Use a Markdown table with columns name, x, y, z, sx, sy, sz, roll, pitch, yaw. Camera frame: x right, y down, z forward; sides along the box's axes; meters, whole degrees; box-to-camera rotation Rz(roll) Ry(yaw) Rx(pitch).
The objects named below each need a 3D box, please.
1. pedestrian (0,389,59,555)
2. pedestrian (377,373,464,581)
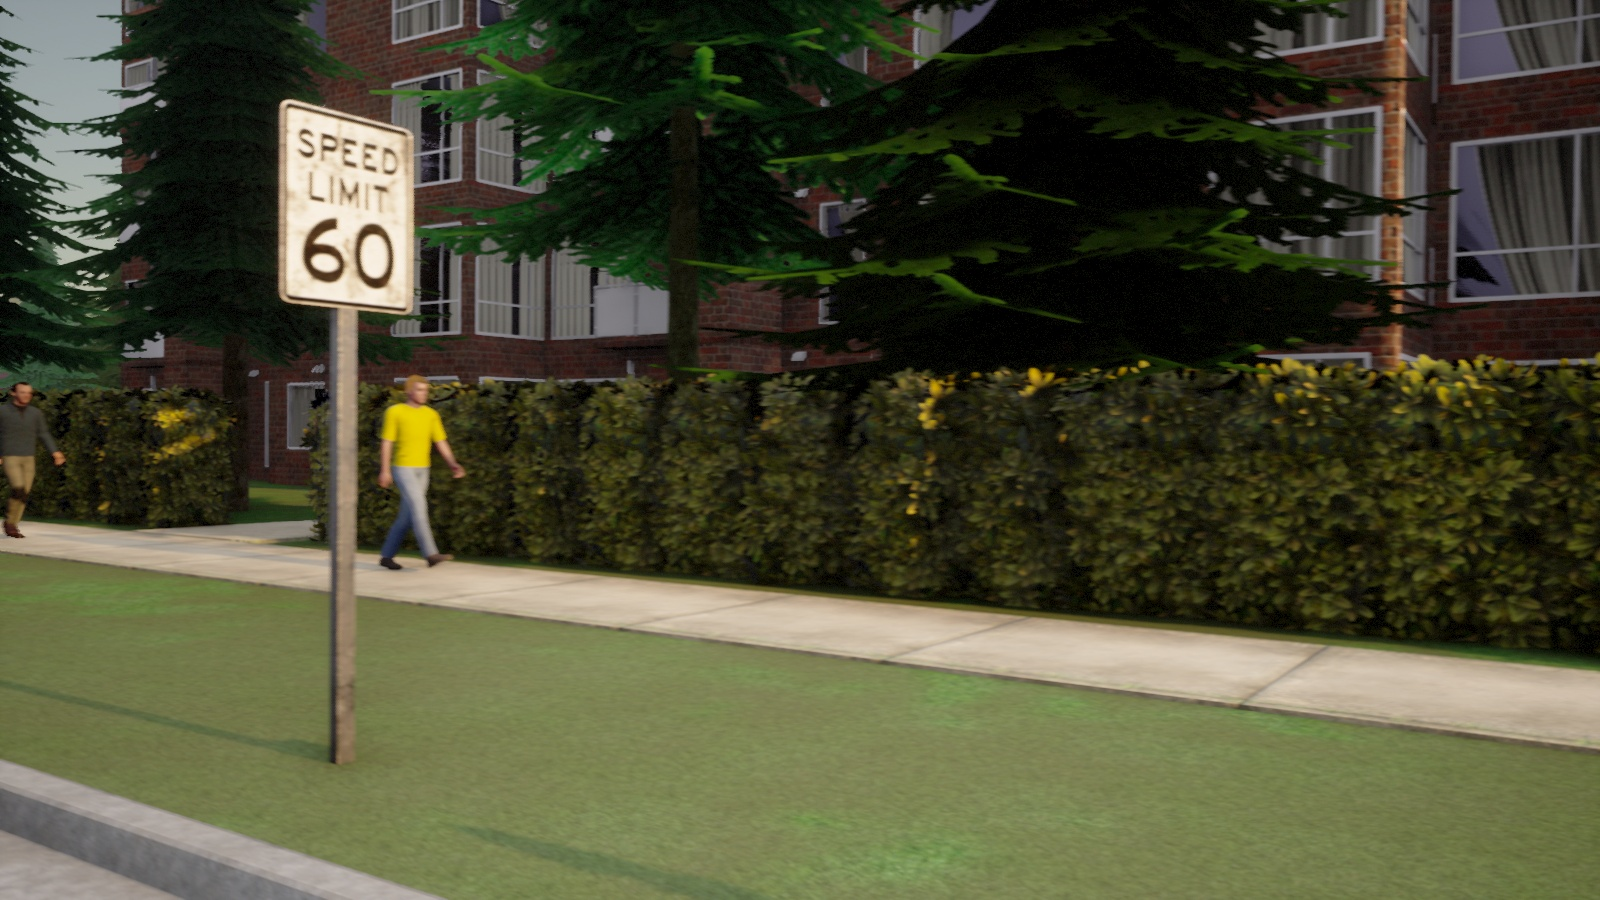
| name | x | y | z | sx | sy | sz | roll | pitch | yaw |
| --- | --- | --- | --- | --- | --- | --- | --- | --- | --- |
| pedestrian | -8.856 | 0.245 | 14.328 | 0.726 | 1.842 | 0.402 | 0 | 1 | 34 |
| pedestrian | -3.444 | 0.236 | 11.394 | 0.706 | 1.836 | 0.354 | 0 | 1 | 33 |
